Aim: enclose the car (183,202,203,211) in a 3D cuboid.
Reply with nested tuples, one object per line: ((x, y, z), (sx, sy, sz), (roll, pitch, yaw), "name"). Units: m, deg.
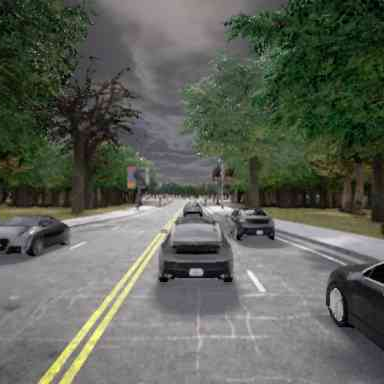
((0.098, 1.759, 35.424), (1.994, 1.385, 4.181), (0, -1, 0), "car")

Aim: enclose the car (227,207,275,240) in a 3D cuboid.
((2.887, 1.560, 17.335), (1.837, 1.490, 4.892), (0, 0, -4), "car")

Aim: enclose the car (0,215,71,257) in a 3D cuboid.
((-6.372, 1.598, 12.997), (1.994, 1.385, 4.181), (0, 0, 2), "car")

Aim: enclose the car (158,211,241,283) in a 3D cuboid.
((0.099, 1.528, 9.752), (1.837, 1.490, 4.892), (0, 0, 0), "car")

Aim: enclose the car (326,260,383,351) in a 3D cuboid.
((3.339, 1.514, 4.122), (1.837, 1.490, 4.892), (0, 0, 0), "car")
